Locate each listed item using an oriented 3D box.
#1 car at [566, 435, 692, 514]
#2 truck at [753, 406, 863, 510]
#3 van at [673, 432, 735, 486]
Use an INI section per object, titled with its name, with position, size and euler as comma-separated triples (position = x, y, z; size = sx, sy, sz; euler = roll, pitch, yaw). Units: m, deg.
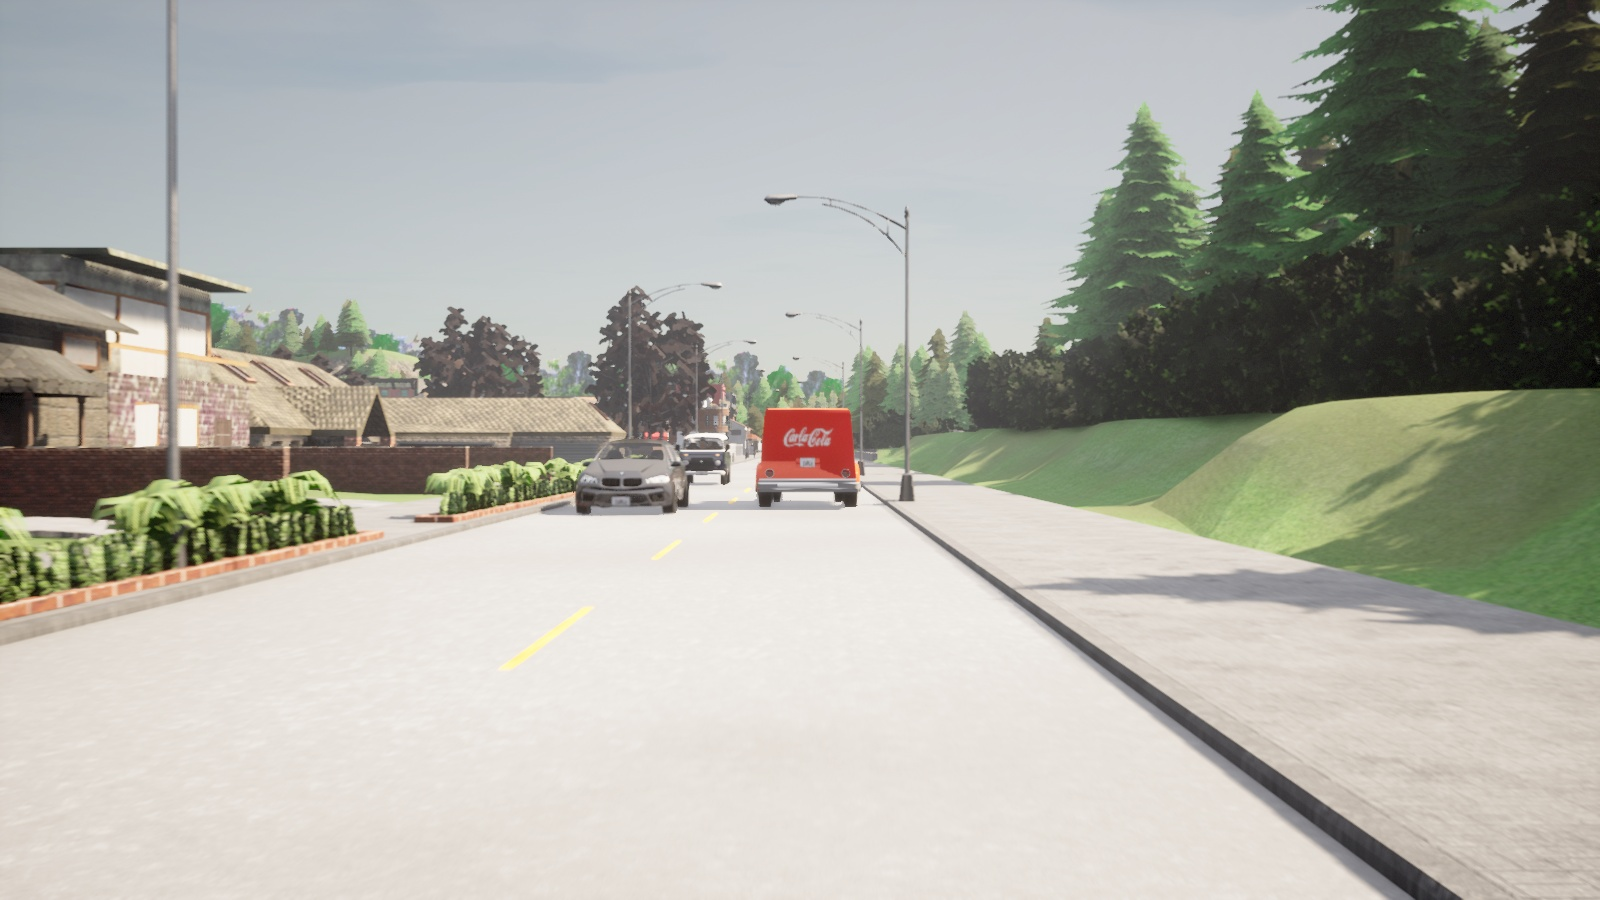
[car]
position = -3.819, 0.507, 28.930
size = 2.242, 1.667, 4.611
euler = 0, 0, 0
[truck]
position = 0.203, 0.173, 32.613
size = 2.627, 2.467, 5.204
euler = 0, 0, 0
[van]
position = -3.701, 0.329, 49.322
size = 2.069, 2.038, 4.480
euler = 0, 0, 0
